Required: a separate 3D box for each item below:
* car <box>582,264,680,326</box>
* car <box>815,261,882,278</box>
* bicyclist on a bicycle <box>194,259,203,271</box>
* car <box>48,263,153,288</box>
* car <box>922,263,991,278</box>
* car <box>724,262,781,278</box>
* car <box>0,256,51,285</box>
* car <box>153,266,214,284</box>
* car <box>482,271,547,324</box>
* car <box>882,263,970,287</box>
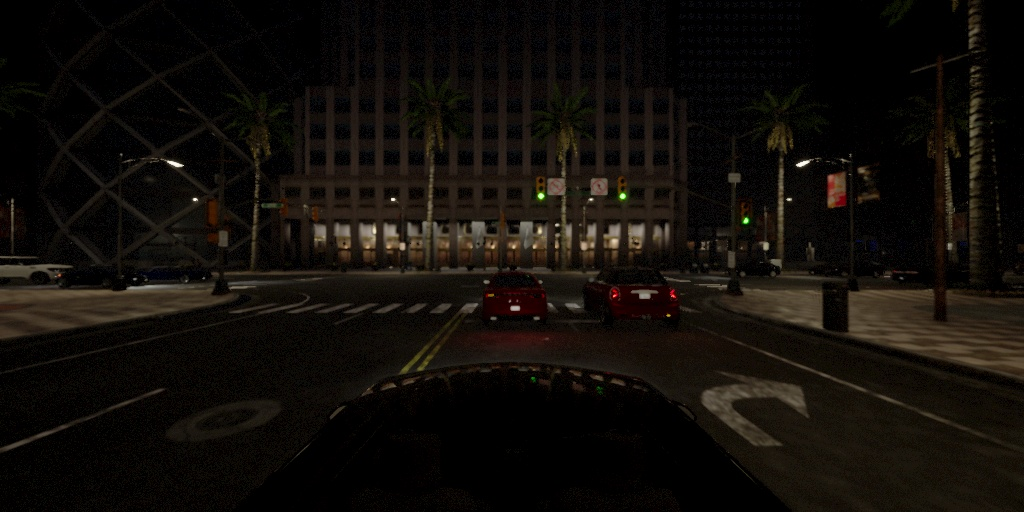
[{"bbox_3d":[3.678,1.118,11.874,2.097,1.767,4.553,0,0,2],"label":"car"},{"bbox_3d":[32.766,1.284,34.569,5.008,1.535,1.882,0,0,0],"label":"car"},{"bbox_3d":[-35.763,1.117,40.908,0.582,1.620,1.656,0,0,-12],"label":"bicyclist on a bicycle"},{"bbox_3d":[-27.021,1.351,23.686,4.181,1.385,1.994,0,0,-4],"label":"car"},{"bbox_3d":[42.736,1.371,34.534,4.181,1.385,1.994,0,0,0],"label":"car"},{"bbox_3d":[23.159,1.311,34.597,4.892,1.490,1.837,0,0,0],"label":"car"},{"bbox_3d":[-35.350,1.012,25.766,5.566,2.045,2.150,0,0,-19],"label":"car"},{"bbox_3d":[-25.736,1.394,27.284,4.718,1.301,1.895,0,0,-3],"label":"car"},{"bbox_3d":[0.043,1.245,12.067,1.882,1.535,5.008,0,0,-1],"label":"car"},{"bbox_3d":[28.372,1.280,23.881,4.902,1.511,2.128,0,0,0],"label":"car"}]
